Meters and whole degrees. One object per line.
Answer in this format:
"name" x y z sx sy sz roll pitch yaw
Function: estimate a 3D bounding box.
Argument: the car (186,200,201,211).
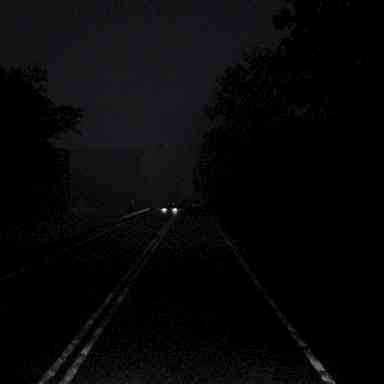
"car" 0.148 1.652 42.037 2.033 1.411 5.357 0 0 0

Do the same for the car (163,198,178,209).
"car" -3.161 1.651 48.872 1.837 1.490 4.892 0 -1 1
